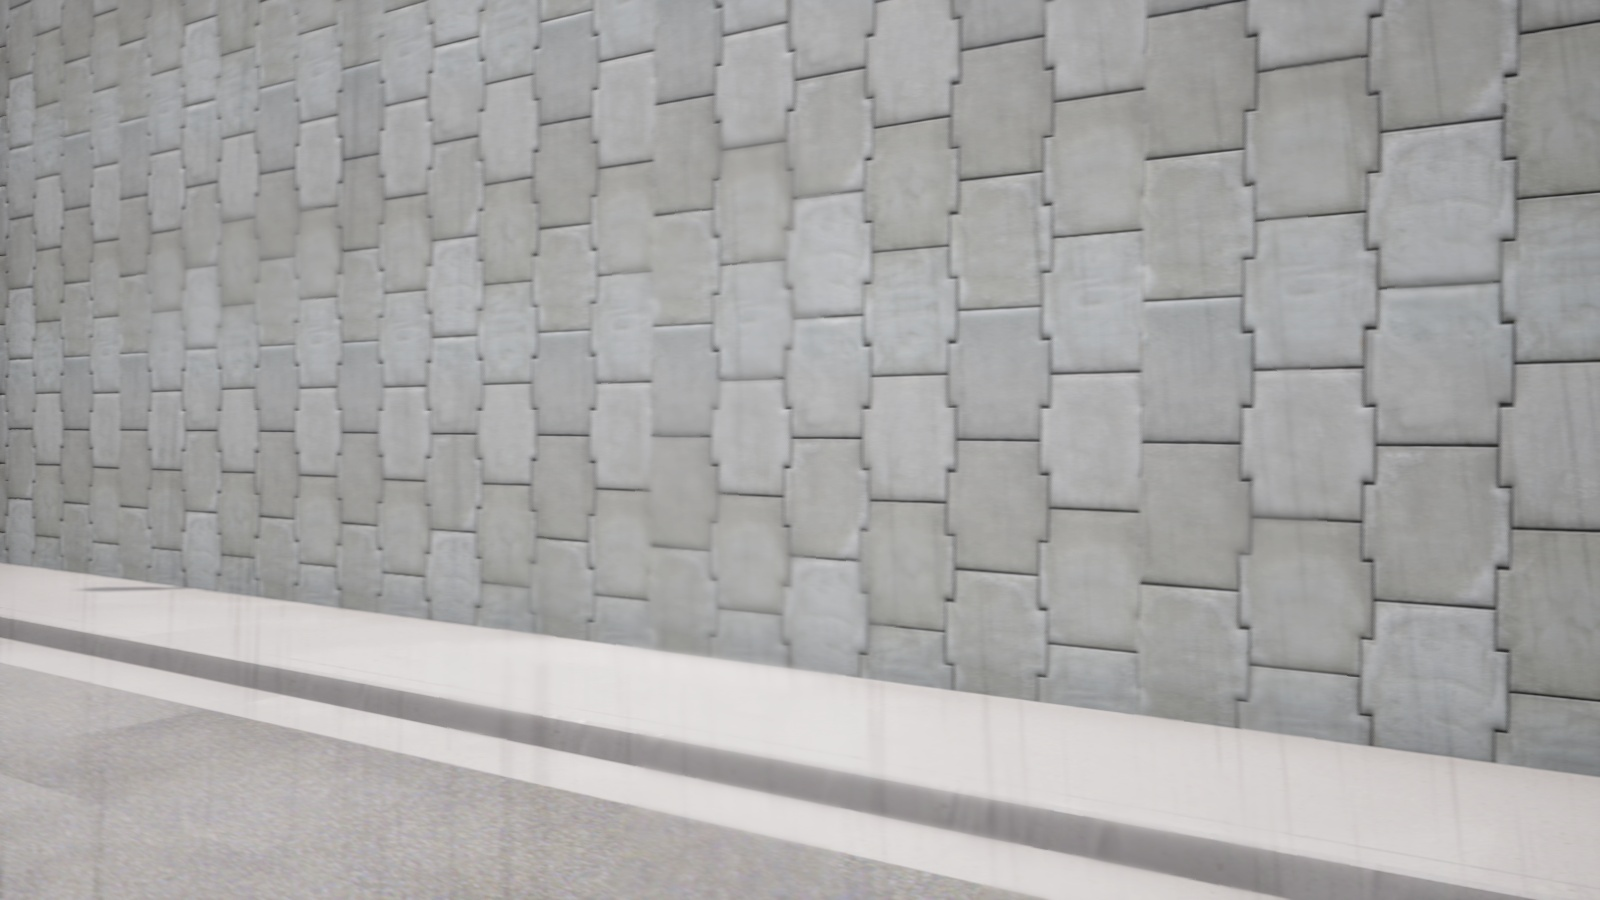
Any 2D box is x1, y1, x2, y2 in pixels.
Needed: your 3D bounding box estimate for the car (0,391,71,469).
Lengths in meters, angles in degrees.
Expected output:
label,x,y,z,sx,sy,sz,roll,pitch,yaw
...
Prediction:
label,x,y,z,sx,sy,sz,roll,pitch,yaw
car,-18.706,-0.225,26.490,1.801,1.575,5.366,0,7,35
